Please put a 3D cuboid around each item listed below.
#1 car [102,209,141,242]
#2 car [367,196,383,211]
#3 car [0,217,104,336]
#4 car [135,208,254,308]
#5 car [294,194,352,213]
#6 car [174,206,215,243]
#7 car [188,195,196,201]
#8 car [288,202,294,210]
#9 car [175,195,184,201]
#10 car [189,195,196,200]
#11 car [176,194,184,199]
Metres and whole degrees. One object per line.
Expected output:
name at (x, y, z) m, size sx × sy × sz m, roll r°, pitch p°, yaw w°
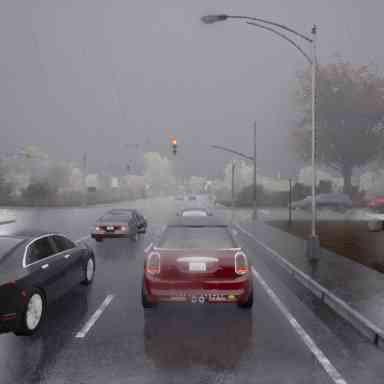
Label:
car at (-3.386, 1.547, 16.317) m, size 2.033 × 1.411 × 5.357 m, roll 0°, pitch 0°, yaw 0°
car at (23.859, 1.211, 39.391) m, size 5.566 × 2.045 × 2.150 m, roll 0°, pitch 0°, yaw 3°
car at (-3.392, 1.505, 6.659) m, size 1.837 × 1.490 × 4.892 m, roll 0°, pitch 0°, yaw 0°
car at (0.107, 1.352, 8.072) m, size 2.097 × 1.767 × 4.553 m, roll 0°, pitch 0°, yaw 0°
car at (14.501, 1.221, 36.398) m, size 5.566 × 2.045 × 2.150 m, roll 0°, pitch 0°, yaw 3°
car at (0.116, 1.526, 17.111) m, size 1.812 × 1.442 × 4.674 m, roll 0°, pitch 0°, yaw 0°
car at (0.085, 1.500, 84.990) m, size 1.837 × 1.490 × 4.892 m, roll 0°, pitch 0°, yaw 0°
car at (14.025, 1.504, 39.933) m, size 4.892 × 1.490 × 1.837 m, roll 0°, pitch 0°, yaw 3°
car at (-3.413, 1.545, 85.313) m, size 1.994 × 1.385 × 4.181 m, roll 0°, pitch 0°, yaw 0°
car at (0.137, 1.524, 95.344) m, size 1.812 × 1.442 × 4.674 m, roll 0°, pitch 0°, yaw 1°
car at (-3.364, 1.402, 95.340) m, size 1.994 × 1.385 × 4.181 m, roll 0°, pitch 0°, yaw 1°
